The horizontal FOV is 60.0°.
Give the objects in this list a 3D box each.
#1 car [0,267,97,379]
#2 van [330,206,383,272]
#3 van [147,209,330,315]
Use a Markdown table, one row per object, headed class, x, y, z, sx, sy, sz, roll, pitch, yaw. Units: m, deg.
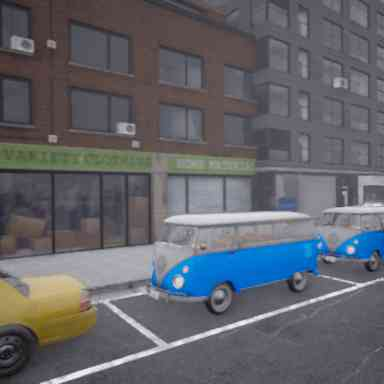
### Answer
| class | x | y | z | sx | sy | sz | roll | pitch | yaw |
| --- | --- | --- | --- | --- | --- | --- | --- | --- | --- |
| car | -3.654 | 1.525 | 3.937 | 4.829 | 1.417 | 1.752 | 0 | -1 | -35 |
| van | 5.582 | 1.348 | 10.521 | 3.998 | 1.788 | 1.690 | 0 | -1 | -35 |
| van | 1.033 | 1.345 | 7.279 | 3.998 | 1.788 | 1.690 | 0 | -1 | -35 |
